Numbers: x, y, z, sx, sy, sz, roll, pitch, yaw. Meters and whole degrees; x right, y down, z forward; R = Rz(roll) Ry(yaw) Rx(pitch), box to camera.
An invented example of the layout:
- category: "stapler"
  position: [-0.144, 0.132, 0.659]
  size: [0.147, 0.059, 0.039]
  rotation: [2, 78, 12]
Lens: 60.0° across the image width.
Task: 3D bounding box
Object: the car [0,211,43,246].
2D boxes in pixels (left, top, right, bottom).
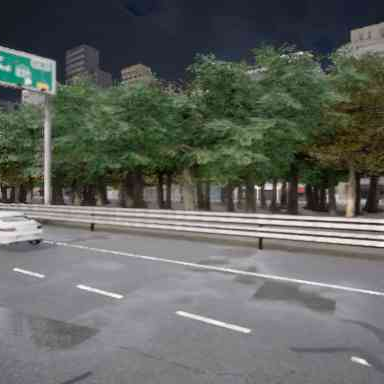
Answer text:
- category: "car"
  position: [-8.072, 1.536, 13.933]
  size: [4.674, 1.442, 1.812]
  rotation: [0, 0, 36]
